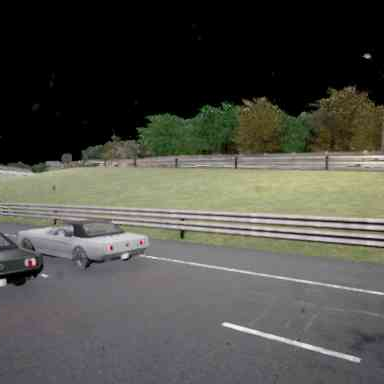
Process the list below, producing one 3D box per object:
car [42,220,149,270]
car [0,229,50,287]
[{"bbox_3d":[-3.753,1.563,10.951,4.718,1.301,1.895,0,0,35],"label":"car"},{"bbox_3d":[-5.715,1.564,8.051,4.718,1.301,1.895,0,0,35],"label":"car"}]
